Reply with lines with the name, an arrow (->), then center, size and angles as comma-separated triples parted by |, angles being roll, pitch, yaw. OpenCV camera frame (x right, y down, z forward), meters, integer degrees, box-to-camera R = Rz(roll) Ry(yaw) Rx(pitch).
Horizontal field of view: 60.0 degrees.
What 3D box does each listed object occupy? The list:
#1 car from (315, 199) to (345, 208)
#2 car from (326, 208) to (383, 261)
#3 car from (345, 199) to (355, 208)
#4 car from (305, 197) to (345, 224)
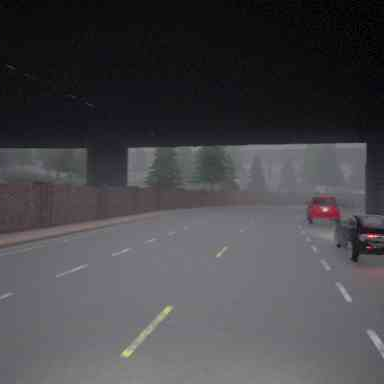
car -> 23.229, 1.907, 56.153 | 4.181, 1.385, 1.994 | 1, 0, -9
car -> 6.580, 1.590, 12.391 | 2.128, 1.511, 4.902 | 1, 0, 15
car -> 23.236, 1.839, 52.435 | 4.902, 1.511, 2.128 | 1, 0, -9
car -> 10.272, 1.374, 26.270 | 2.150, 2.045, 5.566 | 1, 0, 17
